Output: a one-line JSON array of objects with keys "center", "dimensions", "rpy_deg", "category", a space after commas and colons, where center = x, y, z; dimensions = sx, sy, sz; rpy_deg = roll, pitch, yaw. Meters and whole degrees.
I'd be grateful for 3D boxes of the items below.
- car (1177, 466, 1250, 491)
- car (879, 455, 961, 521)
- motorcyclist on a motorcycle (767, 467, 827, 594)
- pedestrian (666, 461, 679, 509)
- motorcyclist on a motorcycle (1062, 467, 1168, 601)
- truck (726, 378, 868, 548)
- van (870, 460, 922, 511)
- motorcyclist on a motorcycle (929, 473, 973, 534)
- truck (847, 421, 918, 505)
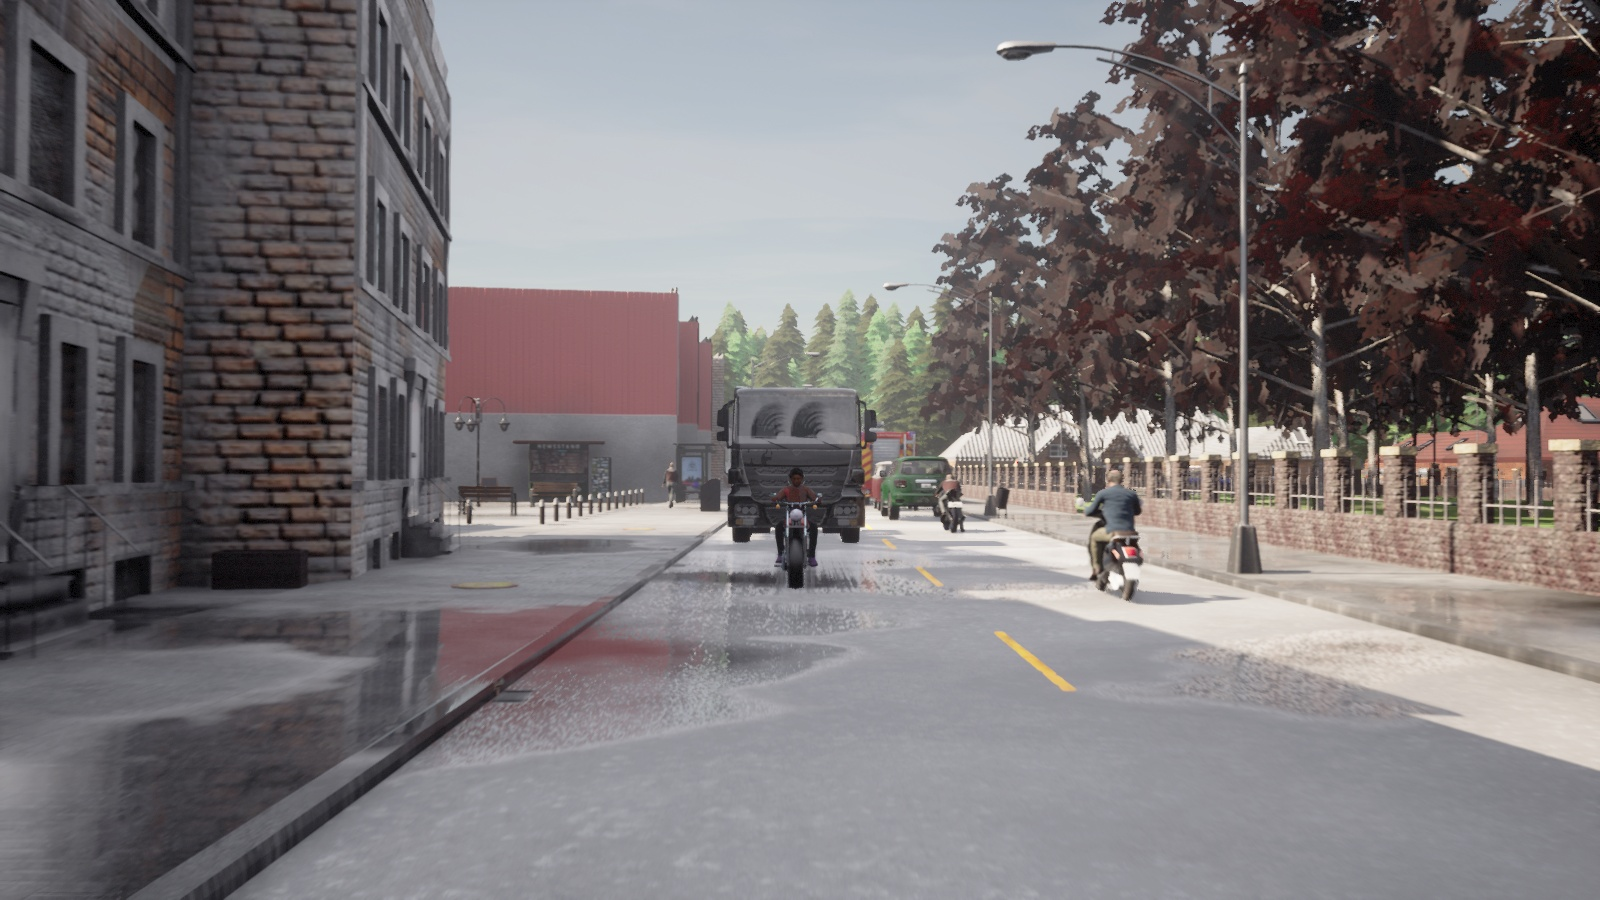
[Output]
[{"center": [29.905, 2.075, 90.906], "dimensions": [4.553, 1.767, 2.097], "rpy_deg": [0, -1, -2], "category": "car"}, {"center": [3.914, 1.219, 41.852], "dimensions": [2.150, 2.045, 5.566], "rpy_deg": [0, -1, -1], "category": "car"}, {"center": [-0.043, 1.058, 17.488], "dimensions": [0.766, 1.649, 2.350], "rpy_deg": [0, -1, 0], "category": "motorcyclist on a motorcycle"}, {"center": [-4.968, 1.359, 48.950], "dimensions": [0.376, 1.854, 0.720], "rpy_deg": [0, -1, 4], "category": "pedestrian"}, {"center": [3.961, 1.019, 15.931], "dimensions": [0.866, 1.590, 1.817], "rpy_deg": [0, -1, 0], "category": "motorcyclist on a motorcycle"}, {"center": [-0.076, 0.331, 29.739], "dimensions": [2.891, 3.462, 7.936], "rpy_deg": [0, -1, 0], "category": "truck"}, {"center": [3.900, 1.413, 51.422], "dimensions": [1.775, 1.987, 4.442], "rpy_deg": [0, -1, 0], "category": "van"}, {"center": [3.922, 1.384, 32.828], "dimensions": [0.866, 1.530, 2.191], "rpy_deg": [0, -1, 0], "category": "motorcyclist on a motorcycle"}, {"center": [3.888, 0.657, 61.067], "dimensions": [2.891, 3.827, 8.468], "rpy_deg": [0, -1, 0], "category": "truck"}]
